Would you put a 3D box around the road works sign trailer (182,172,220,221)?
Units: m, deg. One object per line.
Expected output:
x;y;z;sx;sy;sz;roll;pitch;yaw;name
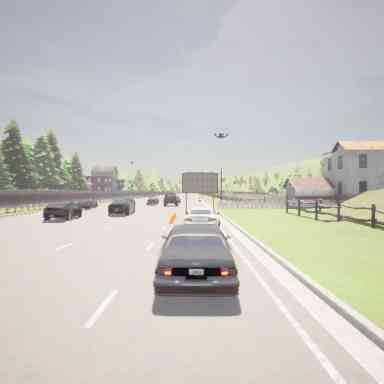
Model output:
0.512;0.464;22.042;2.380;3.560;2.880;0;0;-4;road works sign trailer

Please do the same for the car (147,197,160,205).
-6.833;1.547;59.039;2.033;1.411;5.357;0;0;0;car

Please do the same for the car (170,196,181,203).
-3.322;1.564;68.511;1.994;1.385;4.181;0;0;0;car

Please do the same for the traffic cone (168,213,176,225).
-1.461;1.955;23.116;0.340;0.580;0.340;0;0;0;traffic cone

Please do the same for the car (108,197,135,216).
-6.862;1.477;32.773;1.882;1.535;5.008;0;0;0;car

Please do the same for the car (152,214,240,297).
0.107;1.547;8.760;2.033;1.411;5.357;0;0;1;car

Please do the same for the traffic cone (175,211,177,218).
-1.459;1.955;25.116;0.340;0.580;0.340;0;0;0;traffic cone

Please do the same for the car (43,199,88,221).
-10.369;1.506;27.061;1.837;1.490;4.892;0;0;0;car

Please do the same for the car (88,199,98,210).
-13.850;1.564;43.803;1.994;1.385;4.181;0;0;0;car

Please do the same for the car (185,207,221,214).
0.577;1.538;18.428;1.812;1.442;4.674;0;-1;5;car

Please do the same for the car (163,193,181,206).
-3.339;1.221;53.296;2.150;2.045;5.566;0;0;0;car

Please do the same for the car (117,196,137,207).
-10.339;1.493;53.146;2.128;1.511;4.902;0;0;0;car
